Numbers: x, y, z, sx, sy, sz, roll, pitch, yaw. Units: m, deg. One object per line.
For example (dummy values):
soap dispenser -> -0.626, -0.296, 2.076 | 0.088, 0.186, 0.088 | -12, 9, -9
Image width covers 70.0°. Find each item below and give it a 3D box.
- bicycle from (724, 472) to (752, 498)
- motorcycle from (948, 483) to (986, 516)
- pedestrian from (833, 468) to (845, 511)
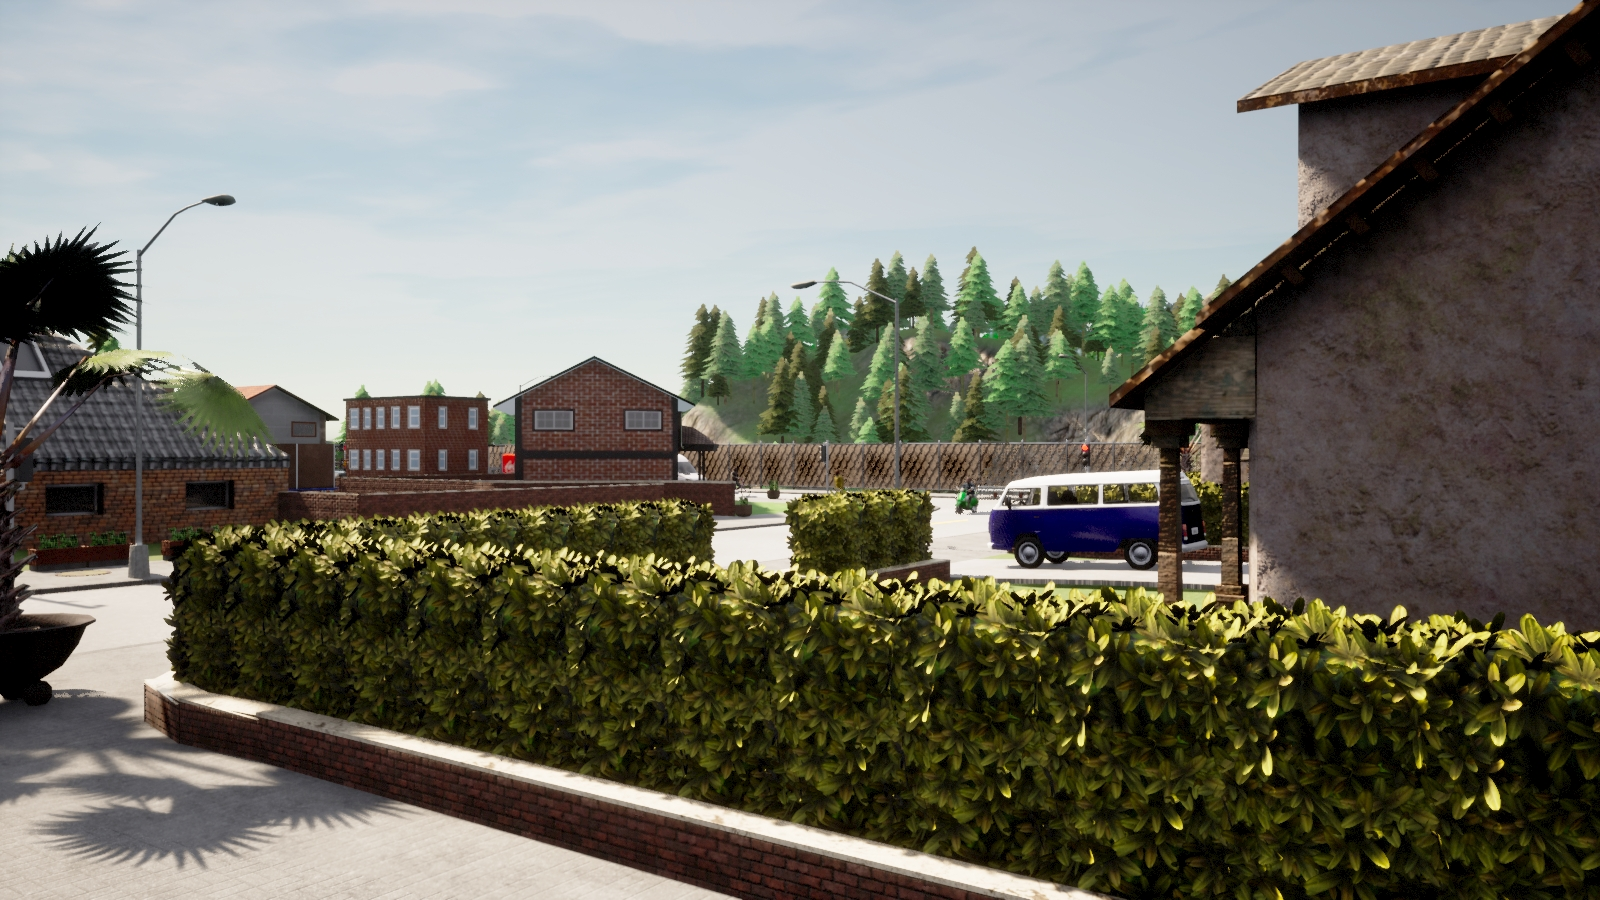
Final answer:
bicycle -> -3.643, 2.044, 67.431 | 1.835, 1.471, 0.329 | 0, 0, 35
motorcycle -> 7.268, 2.133, 49.676 | 0.856, 1.316, 1.805 | 1, 0, 37
pedestrian -> 1.709, 1.734, 50.147 | 0.375, 1.860, 0.375 | 0, 0, -35
